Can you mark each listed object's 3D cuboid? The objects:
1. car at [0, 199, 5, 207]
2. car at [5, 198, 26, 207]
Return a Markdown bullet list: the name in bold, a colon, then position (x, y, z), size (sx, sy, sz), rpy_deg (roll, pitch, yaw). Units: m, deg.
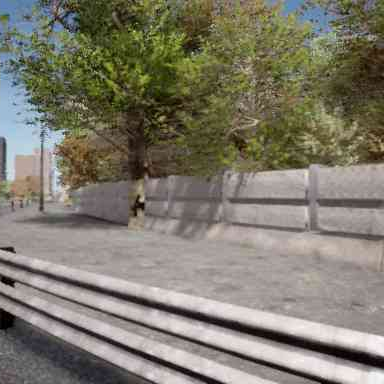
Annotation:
- **car**: position (-36.394, 2.024, 62.623), size (1.812, 1.442, 4.674), rpy_deg (1, -1, -21)
- **car**: position (-32.116, 1.912, 60.615), size (1.994, 1.385, 4.181), rpy_deg (1, -1, -21)
